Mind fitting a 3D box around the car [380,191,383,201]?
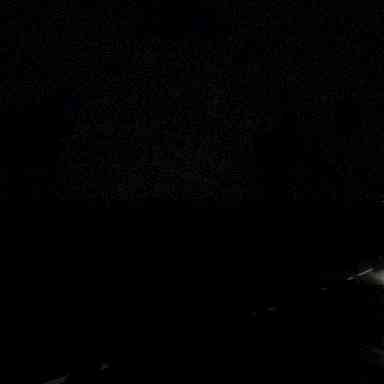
[{"bbox_3d":[41.228,0.908,70.197,2.150,2.045,5.566,1,0,24],"label":"car"}]
